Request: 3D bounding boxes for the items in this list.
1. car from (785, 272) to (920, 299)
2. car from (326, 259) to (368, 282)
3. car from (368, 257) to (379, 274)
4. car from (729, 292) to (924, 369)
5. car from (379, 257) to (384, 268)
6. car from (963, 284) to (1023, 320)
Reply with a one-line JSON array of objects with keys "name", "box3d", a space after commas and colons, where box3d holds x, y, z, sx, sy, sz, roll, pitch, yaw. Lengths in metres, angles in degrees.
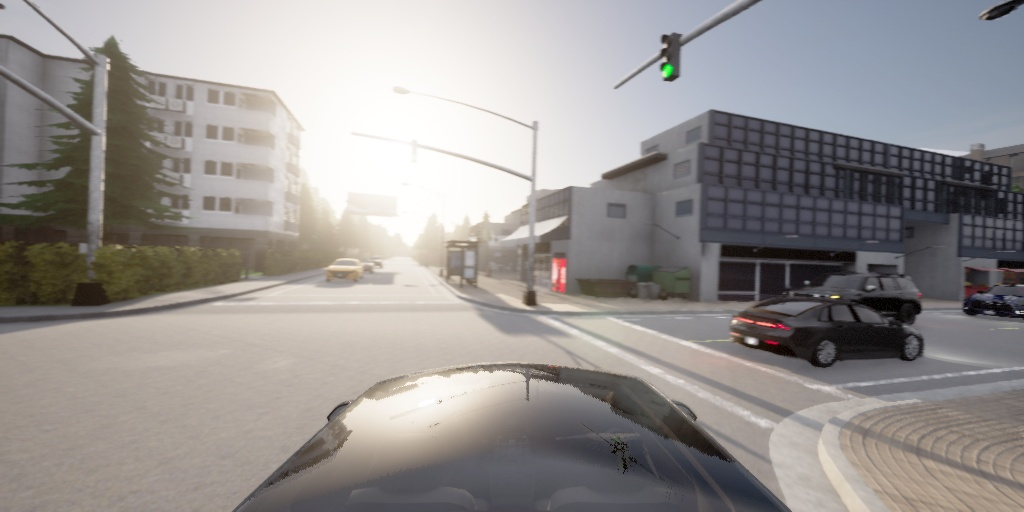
[{"name": "car", "box3d": [13.633, 1.668, 14.455, 5.566, 2.045, 2.150, 2, 0, -17]}, {"name": "car", "box3d": [-11.483, 0.921, 24.903, 1.882, 1.535, 5.008, 2, 0, -16]}, {"name": "car", "box3d": [-14.288, 0.952, 34.378, 1.994, 1.385, 4.181, 2, 0, -15]}, {"name": "car", "box3d": [7.834, 1.812, 8.964, 4.892, 1.490, 1.837, 3, 0, -17]}, {"name": "car", "box3d": [-18.342, 0.818, 48.267, 1.837, 1.490, 4.892, 2, -1, -16]}, {"name": "car", "box3d": [25.145, 2.214, 17.902, 4.553, 1.767, 2.097, 2, 0, -17]}]
